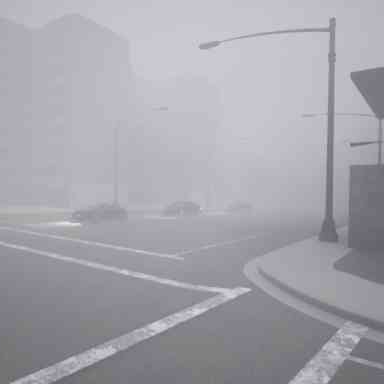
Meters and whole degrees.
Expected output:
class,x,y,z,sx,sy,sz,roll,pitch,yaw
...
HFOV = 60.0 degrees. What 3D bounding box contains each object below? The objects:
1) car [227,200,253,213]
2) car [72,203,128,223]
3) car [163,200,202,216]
class,x,y,z,sx,sy,sz,roll,pitch,yaw
car,6.334,1.861,43.571,2.128,1.511,4.902,1,-1,36
car,-6.792,1.489,24.866,1.994,1.385,4.181,1,0,35
car,-0.883,1.597,33.298,1.837,1.490,4.892,1,0,35
